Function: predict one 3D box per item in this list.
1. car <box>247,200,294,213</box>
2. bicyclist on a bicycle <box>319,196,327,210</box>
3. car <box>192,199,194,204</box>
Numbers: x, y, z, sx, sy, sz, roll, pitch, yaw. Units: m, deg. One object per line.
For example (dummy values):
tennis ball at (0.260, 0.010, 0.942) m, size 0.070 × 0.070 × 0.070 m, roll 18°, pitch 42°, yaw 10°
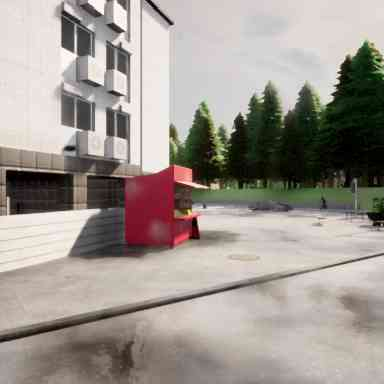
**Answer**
car at (8.506, 1.547, 36.613) m, size 2.033 × 1.411 × 5.357 m, roll 0°, pitch 0°, yaw -35°
bicyclist on a bicycle at (15.990, 1.349, 40.578) m, size 1.656 × 1.620 × 0.582 m, roll 0°, pitch 0°, yaw -35°
car at (-1.745, 1.547, 58.220) m, size 2.033 × 1.411 × 5.357 m, roll 0°, pitch 0°, yaw -35°
